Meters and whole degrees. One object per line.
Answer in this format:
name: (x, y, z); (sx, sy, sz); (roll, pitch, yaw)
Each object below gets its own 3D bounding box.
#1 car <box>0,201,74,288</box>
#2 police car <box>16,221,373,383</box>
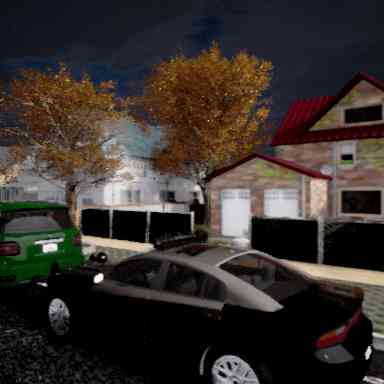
car: (-5.095, 1.249, 8.417); (5.566, 2.045, 2.150); (0, 0, 36)
police car: (-0.285, 1.443, 4.966); (5.238, 1.638, 1.930); (0, 0, 36)
